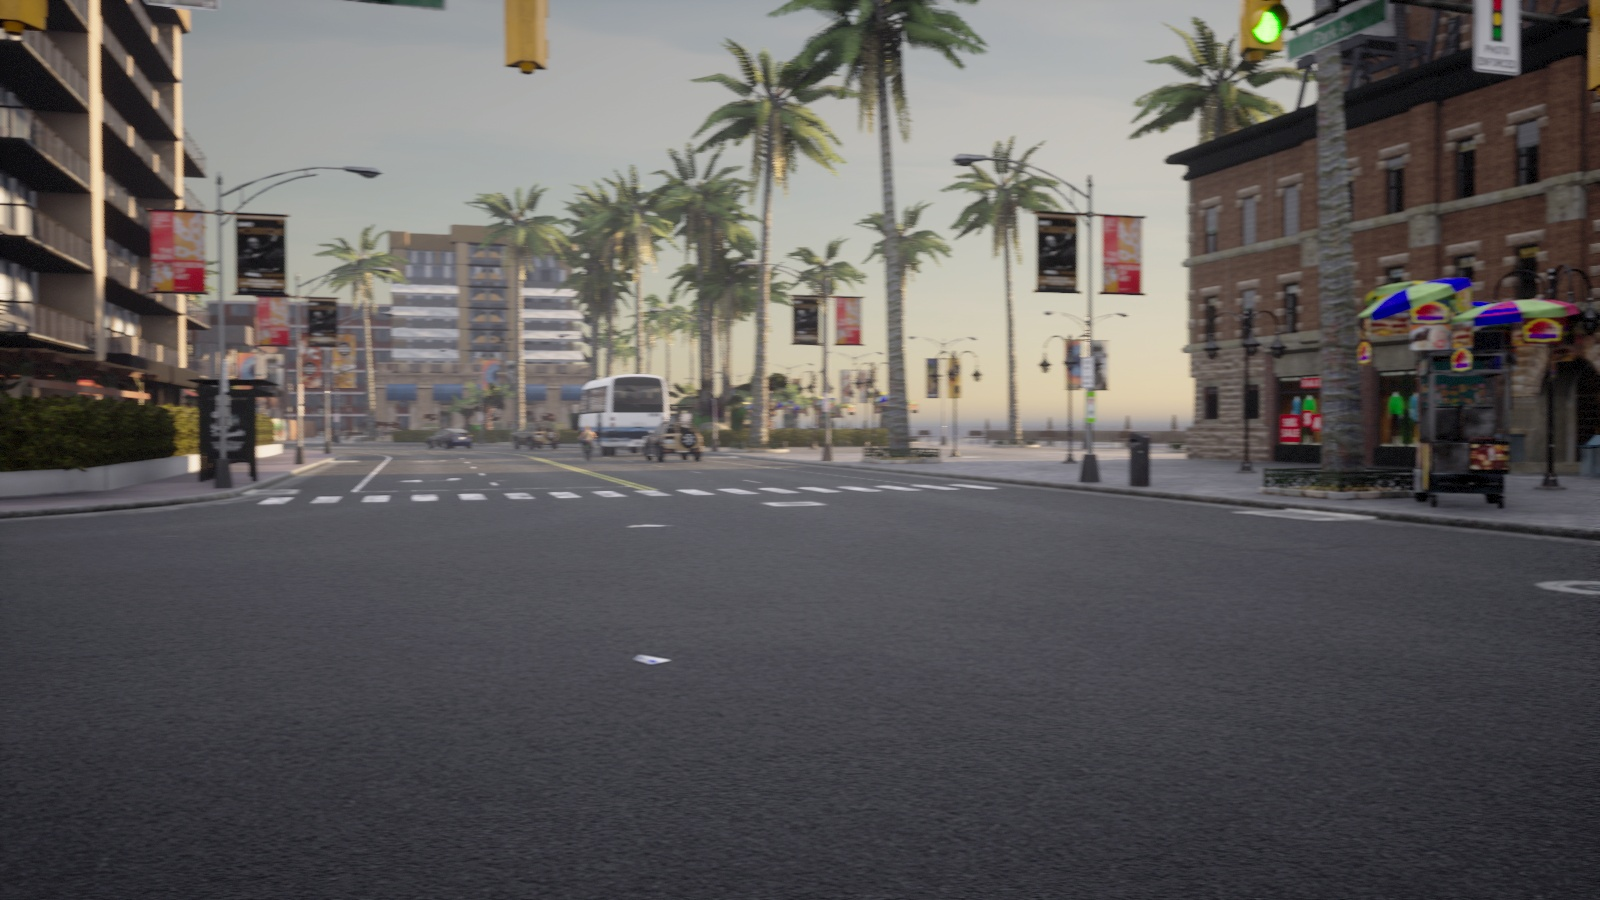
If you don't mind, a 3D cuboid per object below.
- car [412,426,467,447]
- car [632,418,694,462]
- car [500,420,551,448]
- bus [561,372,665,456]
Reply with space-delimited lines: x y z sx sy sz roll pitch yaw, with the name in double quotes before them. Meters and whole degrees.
"car" -25.755 -0.993 89.713 2.163 1.488 4.792 -1 1 -38
"car" -6.139 -0.467 55.914 1.932 1.855 4.605 0 1 -17
"car" -18.873 -1.091 86.238 1.932 1.855 4.605 0 1 -33
"bus" -10.556 -1.943 69.785 3.944 4.253 10.273 0 1 -19
